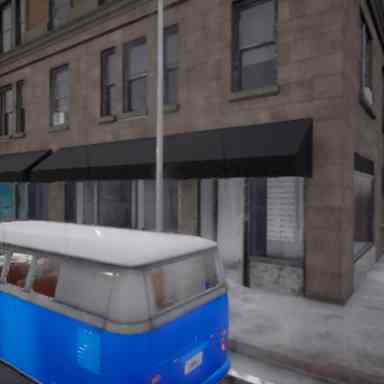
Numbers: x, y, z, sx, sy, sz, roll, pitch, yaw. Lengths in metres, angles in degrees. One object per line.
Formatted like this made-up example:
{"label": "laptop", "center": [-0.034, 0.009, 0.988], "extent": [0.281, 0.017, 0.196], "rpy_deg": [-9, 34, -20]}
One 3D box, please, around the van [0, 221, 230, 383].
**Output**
{"label": "van", "center": [-1.491, 1.325, 4.142], "extent": [3.998, 1.788, 1.690], "rpy_deg": [0, 0, 36]}
